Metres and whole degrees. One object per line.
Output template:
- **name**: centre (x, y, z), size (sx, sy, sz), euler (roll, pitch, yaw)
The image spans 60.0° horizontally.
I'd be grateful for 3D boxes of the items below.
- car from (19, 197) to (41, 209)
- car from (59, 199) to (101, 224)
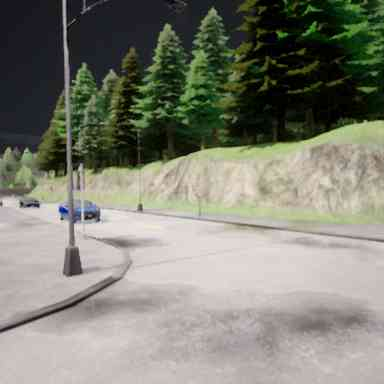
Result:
- **car**: centre (-20.271, 1.323, 41.437), size (2.033, 1.411, 5.357), euler (-2, 1, -34)
- **car**: centre (-7.986, 1.269, 23.469), size (1.882, 1.535, 5.008), euler (-2, 1, -34)
